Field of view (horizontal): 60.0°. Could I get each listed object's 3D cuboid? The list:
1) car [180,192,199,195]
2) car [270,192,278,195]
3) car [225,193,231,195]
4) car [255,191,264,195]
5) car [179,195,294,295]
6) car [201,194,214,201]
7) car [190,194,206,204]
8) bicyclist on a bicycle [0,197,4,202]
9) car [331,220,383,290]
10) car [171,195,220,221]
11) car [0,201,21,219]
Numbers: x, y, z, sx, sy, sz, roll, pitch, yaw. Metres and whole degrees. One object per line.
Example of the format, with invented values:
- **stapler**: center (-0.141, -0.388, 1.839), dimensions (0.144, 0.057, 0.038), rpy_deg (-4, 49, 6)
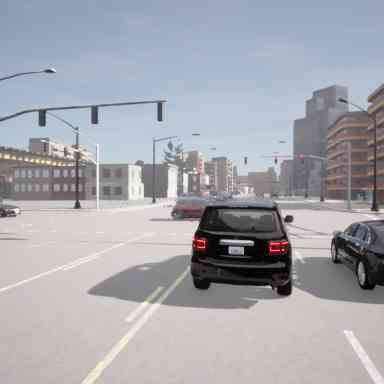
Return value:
- **car**: center (-0.806, 1.079, 48.438), dimensions (2.150, 2.045, 5.566), rpy_deg (0, 1, 12)
- **car**: center (20.766, 0.743, 84.461), dimensions (2.033, 1.411, 5.357), rpy_deg (0, 1, 11)
- **car**: center (5.965, 1.091, 64.226), dimensions (1.837, 1.490, 4.892), rpy_deg (0, 1, 12)
- **car**: center (17.331, 0.559, 85.135), dimensions (2.097, 1.767, 4.553), rpy_deg (0, 1, 11)
- **car**: center (1.522, 1.221, 9.015), dimensions (2.150, 2.045, 5.566), rpy_deg (0, 0, 14)
- **car**: center (3.223, 1.075, 68.183), dimensions (2.033, 1.411, 5.357), rpy_deg (0, 1, 12)
- **car**: center (1.096, 1.217, 57.916), dimensions (1.837, 1.490, 4.892), rpy_deg (0, 1, 11)
- **bicyclist on a bicycle**: center (-23.885, 1.303, 41.395), dimensions (0.582, 1.620, 1.656), rpy_deg (0, 0, 10)
- **car**: center (5.083, 1.505, 8.898), dimensions (1.837, 1.490, 4.892), rpy_deg (0, 0, 11)
- **car**: center (0.701, 1.325, 25.825), dimensions (4.553, 1.767, 2.097), rpy_deg (0, 0, 10)
- **car**: center (-17.467, 1.491, 29.101), dimensions (4.902, 1.511, 2.128), rpy_deg (0, 0, 10)
